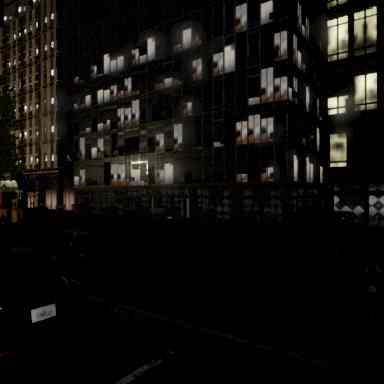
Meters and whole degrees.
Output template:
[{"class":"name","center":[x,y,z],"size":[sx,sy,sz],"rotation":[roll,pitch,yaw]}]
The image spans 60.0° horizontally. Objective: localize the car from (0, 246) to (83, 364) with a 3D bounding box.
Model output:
[{"class":"car","center":[-3.566,1.566,5.414],"size":[4.313,1.339,1.947],"rotation":[0,0,35]}]
